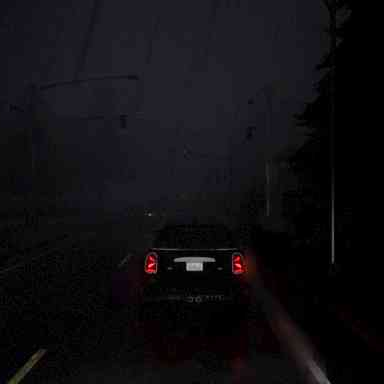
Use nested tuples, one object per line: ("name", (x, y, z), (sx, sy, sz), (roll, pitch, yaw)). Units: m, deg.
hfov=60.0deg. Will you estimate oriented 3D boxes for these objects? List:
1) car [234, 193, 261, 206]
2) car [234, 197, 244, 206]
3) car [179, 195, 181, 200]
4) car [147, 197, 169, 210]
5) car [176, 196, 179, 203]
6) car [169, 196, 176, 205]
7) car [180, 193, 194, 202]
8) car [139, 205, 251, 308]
("car", (8.508, 1.146, 51.295), (3.866, 1.878, 1.905), (0, 0, -1))
("car", (8.919, 1.144, 48.784), (4.605, 1.855, 1.932), (0, 0, -1))
("car", (-2.109, 1.157, 83.569), (2.097, 1.767, 4.553), (0, 0, -13))
("car", (-3.955, 1.496, 38.325), (1.812, 1.442, 4.674), (0, 0, 0))
("car", (-4.097, 1.496, 68.029), (1.812, 1.442, 4.674), (0, 0, 0))
("car", (-4.031, 1.534, 52.240), (1.994, 1.385, 4.181), (0, 0, 0))
("car", (-0.835, 1.555, 73.435), (1.895, 1.301, 4.718), (0, 0, -7))
("car", (0.072, 1.352, 8.071), (2.097, 1.767, 4.553), (0, 0, 1))
